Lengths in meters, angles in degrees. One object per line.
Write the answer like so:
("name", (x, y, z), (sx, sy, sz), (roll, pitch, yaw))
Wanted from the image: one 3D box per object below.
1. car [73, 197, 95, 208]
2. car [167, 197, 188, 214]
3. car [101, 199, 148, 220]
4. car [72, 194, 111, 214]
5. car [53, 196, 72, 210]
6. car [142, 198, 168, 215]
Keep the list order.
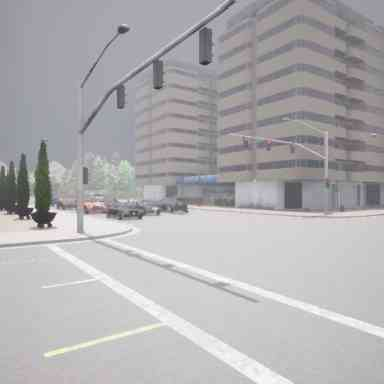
("car", (-15.943, 1.505, 49.045), (1.837, 1.490, 4.892), (0, 0, -34))
("car", (-2.395, 1.352, 36.003), (2.097, 1.767, 4.553), (0, 0, -35))
("car", (-5.788, 1.564, 28.270), (1.994, 1.385, 4.181), (0, 0, -35))
("car", (-10.744, 1.352, 35.403), (2.097, 1.767, 4.553), (0, 0, -35))
("car", (-16.384, 1.526, 43.536), (1.812, 1.442, 4.674), (0, 0, -35))
("car", (-4.811, 1.492, 32.993), (2.128, 1.511, 4.902), (0, 0, -35))
